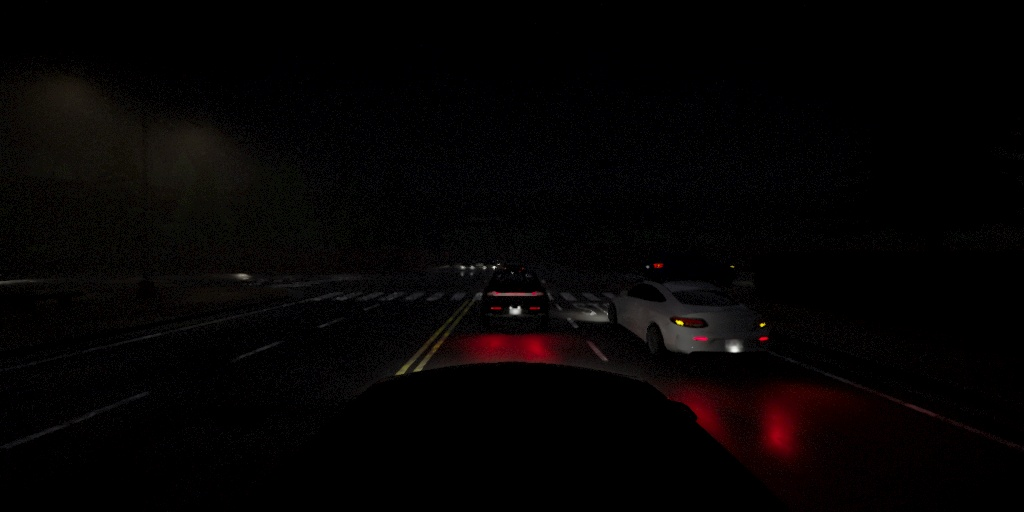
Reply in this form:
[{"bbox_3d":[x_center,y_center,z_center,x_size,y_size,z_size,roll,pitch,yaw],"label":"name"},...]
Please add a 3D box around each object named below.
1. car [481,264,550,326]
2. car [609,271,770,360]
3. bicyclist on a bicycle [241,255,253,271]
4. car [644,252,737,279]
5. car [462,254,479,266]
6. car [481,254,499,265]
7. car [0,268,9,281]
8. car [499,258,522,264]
[{"bbox_3d":[0.089,1.170,11.311,2.128,1.511,4.902,0,0,0],"label":"car"},{"bbox_3d":[3.582,1.232,8.075,1.812,1.442,4.674,0,0,0],"label":"car"},{"bbox_3d":[-27.273,0.749,36.944,0.582,1.620,1.656,0,1,0],"label":"bicyclist on a bicycle"},{"bbox_3d":[11.203,0.771,22.774,5.566,2.045,2.150,0,-1,-6],"label":"car"},{"bbox_3d":[-7.046,0.858,58.663,1.837,1.490,4.892,0,0,0],"label":"car"},{"bbox_3d":[-3.549,0.832,58.383,1.882,1.535,5.008,0,0,0],"label":"car"},{"bbox_3d":[-38.094,1.060,24.488,4.674,1.442,1.812,0,0,-18],"label":"car"},{"bbox_3d":[0.095,1.040,29.190,1.812,1.442,4.674,0,0,0],"label":"car"}]
